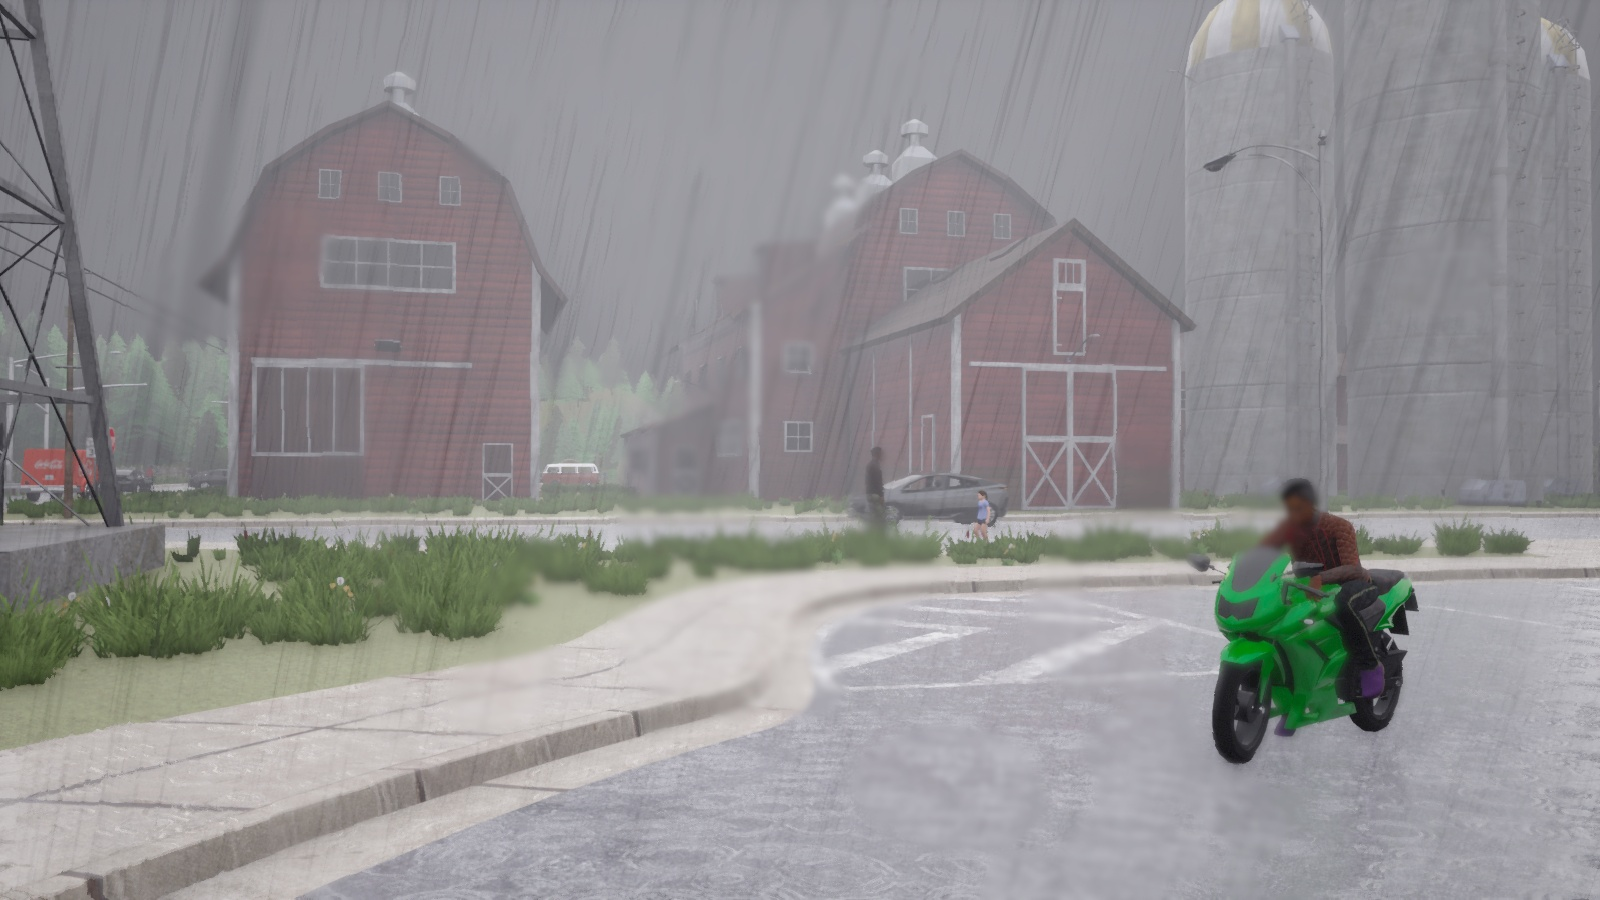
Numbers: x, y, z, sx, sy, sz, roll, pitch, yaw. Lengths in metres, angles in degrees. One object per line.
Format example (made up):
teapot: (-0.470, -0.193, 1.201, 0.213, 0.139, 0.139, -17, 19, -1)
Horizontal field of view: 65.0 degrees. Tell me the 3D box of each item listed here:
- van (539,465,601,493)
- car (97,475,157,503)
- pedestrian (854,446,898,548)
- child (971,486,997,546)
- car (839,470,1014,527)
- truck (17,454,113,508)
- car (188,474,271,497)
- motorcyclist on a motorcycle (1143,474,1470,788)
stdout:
van: (-17.421, 2.174, 95.091, 4.480, 2.038, 2.069, 0, -1, -15)
car: (-37.836, 2.155, 70.686, 1.837, 1.490, 4.892, 0, -1, -14)
pedestrian: (1.397, 0.850, 23.040, 0.703, 1.840, 0.431, 0, -1, -14)
child: (3.429, 1.228, 23.384, 0.394, 1.110, 0.255, 0, -1, -29)
car: (3.567, 1.343, 35.594, 4.514, 1.525, 2.007, 0, -1, -15)
truck: (-35.317, 1.483, 60.529, 2.627, 2.467, 5.204, 0, -1, -14)
car: (-38.900, 2.389, 85.722, 4.892, 1.490, 1.837, 0, -1, -15)
motorcyclist on a motorcycle: (2.901, 0.904, 7.094, 2.044, 1.523, 0.797, 1, -1, -39)
